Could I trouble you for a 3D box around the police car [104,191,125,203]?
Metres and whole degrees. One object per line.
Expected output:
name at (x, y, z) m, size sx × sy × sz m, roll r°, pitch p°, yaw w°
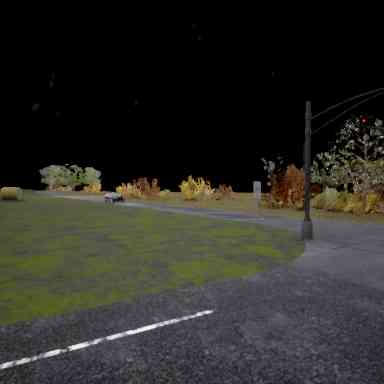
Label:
police car at (-11.603, 0.740, 49.757) m, size 1.930 × 1.638 × 5.238 m, roll 1°, pitch 0°, yaw -32°
